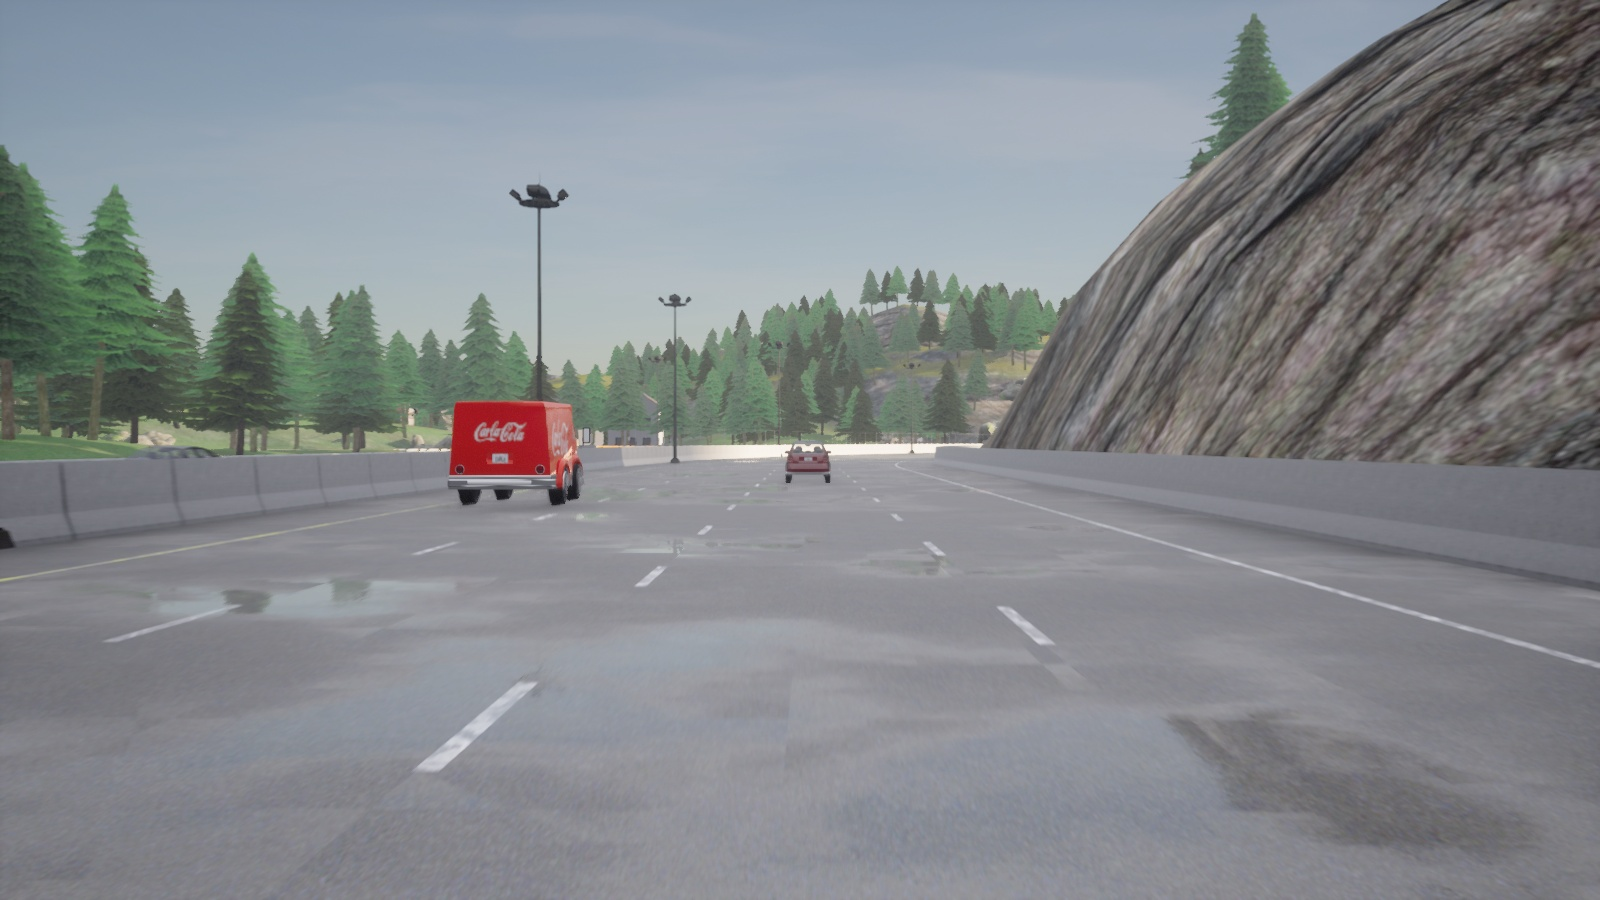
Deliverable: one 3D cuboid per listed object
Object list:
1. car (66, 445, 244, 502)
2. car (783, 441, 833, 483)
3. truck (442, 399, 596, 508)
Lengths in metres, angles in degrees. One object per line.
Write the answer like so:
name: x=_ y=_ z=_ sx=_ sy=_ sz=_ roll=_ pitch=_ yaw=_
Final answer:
car: x=-17.280 y=0.564 z=33.994 sx=2.033 sy=1.411 sz=5.357 roll=0 pitch=0 yaw=0
car: x=0.300 y=0.424 z=47.532 sx=1.789 sy=1.549 sz=3.705 roll=0 pitch=0 yaw=0
truck: x=-6.798 y=0.057 z=31.076 sx=2.627 sy=2.467 sz=5.204 roll=0 pitch=0 yaw=0
